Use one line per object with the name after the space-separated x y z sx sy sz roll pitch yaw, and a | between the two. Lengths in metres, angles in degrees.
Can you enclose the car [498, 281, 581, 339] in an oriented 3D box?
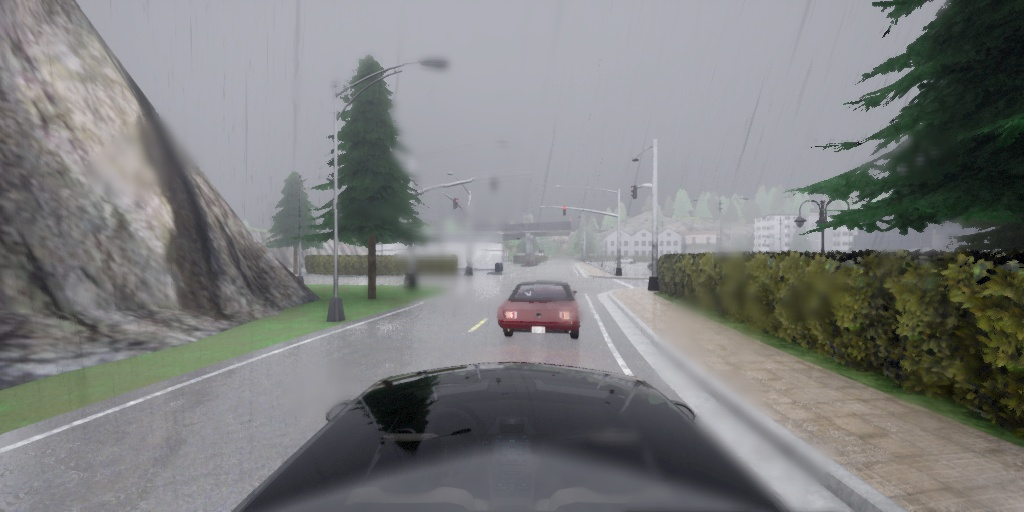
0.918 1.351 10.149 1.895 1.301 4.718 0 0 8 | car
